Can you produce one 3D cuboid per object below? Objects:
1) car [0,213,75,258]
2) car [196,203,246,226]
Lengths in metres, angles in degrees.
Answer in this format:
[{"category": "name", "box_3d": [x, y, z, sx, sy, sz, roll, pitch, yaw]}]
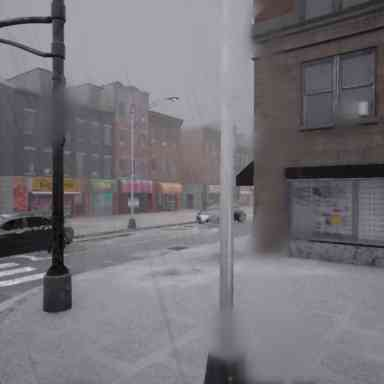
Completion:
[{"category": "car", "box_3d": [-6.358, 1.522, 11.358, 1.837, 1.490, 4.892, 0, 0, 30]}, {"category": "car", "box_3d": [2.166, 1.556, 23.975, 2.128, 1.511, 4.902, 0, 0, 36]}]
